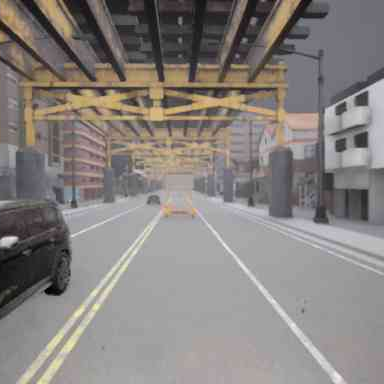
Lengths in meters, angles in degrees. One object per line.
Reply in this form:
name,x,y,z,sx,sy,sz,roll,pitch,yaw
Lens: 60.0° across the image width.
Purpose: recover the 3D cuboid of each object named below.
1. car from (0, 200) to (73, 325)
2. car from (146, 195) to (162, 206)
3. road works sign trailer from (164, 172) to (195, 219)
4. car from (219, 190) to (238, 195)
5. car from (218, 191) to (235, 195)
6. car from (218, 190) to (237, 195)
car,-3.779,1.197,5.601,2.150,2.045,5.566,0,0,-2
car,-5.390,1.128,47.377,1.812,1.442,4.674,0,1,-2
road works sign trailer,-0.983,0.247,26.378,2.380,3.560,2.880,0,0,-2
car,9.854,0.031,89.653,4.536,1.218,1.853,-1,1,-22
car,9.807,0.189,89.636,4.974,1.542,2.038,-1,1,-22
car,9.970,0.105,93.803,4.974,1.542,2.038,0,1,23
